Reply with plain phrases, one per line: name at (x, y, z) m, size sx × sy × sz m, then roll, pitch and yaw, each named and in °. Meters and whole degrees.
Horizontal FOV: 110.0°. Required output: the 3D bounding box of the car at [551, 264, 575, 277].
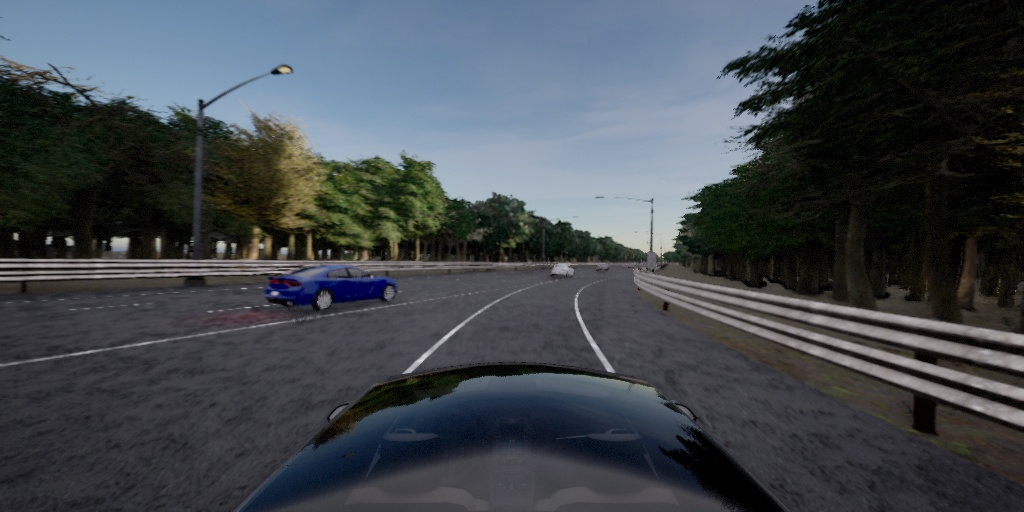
car at (6.002, 1.698, 42.172) m, size 1.812 × 1.442 × 4.674 m, roll 1°, pitch -1°, yaw 24°

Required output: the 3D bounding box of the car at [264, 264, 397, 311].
car at (-6.569, 1.087, 13.708) m, size 1.882 × 1.535 × 5.008 m, roll 1°, pitch -1°, yaw 24°
